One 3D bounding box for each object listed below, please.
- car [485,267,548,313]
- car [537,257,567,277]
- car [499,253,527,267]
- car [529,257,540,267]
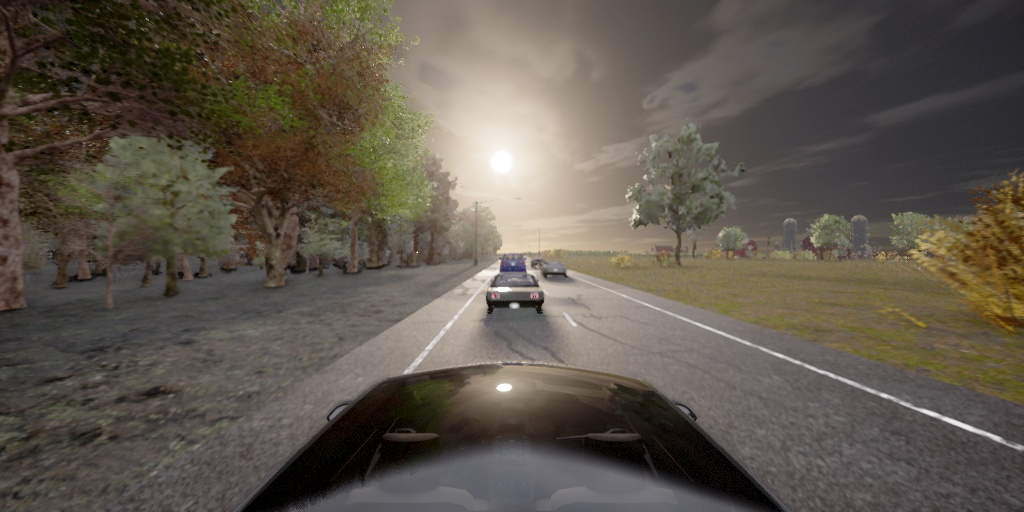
[{"bbox_3d":[0.093,1.252,13.382,1.895,1.301,4.718,0,1,0],"label":"car"},{"bbox_3d":[3.522,1.063,30.776,1.994,1.385,4.181,0,1,1],"label":"car"},{"bbox_3d":[0.084,0.719,31.059,2.150,2.045,5.566,0,1,0],"label":"car"},{"bbox_3d":[3.561,0.826,50.776,1.837,1.490,4.892,0,1,0],"label":"car"}]
